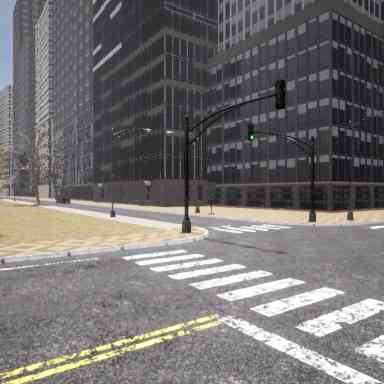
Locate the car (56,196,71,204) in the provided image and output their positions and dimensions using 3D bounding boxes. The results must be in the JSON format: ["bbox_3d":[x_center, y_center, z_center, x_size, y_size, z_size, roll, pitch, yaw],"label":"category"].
[{"bbox_3d":[-24.706,1.511,63.747,1.837,1.490,4.892,0,0,-35],"label":"car"}]
